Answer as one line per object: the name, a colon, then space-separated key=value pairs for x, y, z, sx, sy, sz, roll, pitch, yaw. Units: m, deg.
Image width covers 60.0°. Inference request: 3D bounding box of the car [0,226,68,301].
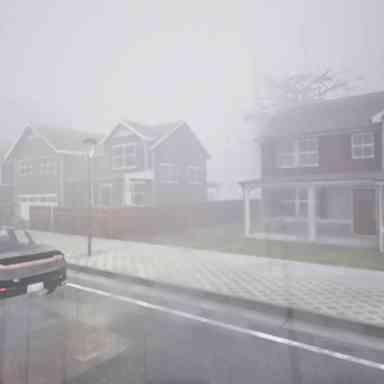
car: x=-4.802 y=1.514 z=7.421 sx=4.902 sy=1.511 sz=2.128 roll=0 pitch=0 yaw=35
